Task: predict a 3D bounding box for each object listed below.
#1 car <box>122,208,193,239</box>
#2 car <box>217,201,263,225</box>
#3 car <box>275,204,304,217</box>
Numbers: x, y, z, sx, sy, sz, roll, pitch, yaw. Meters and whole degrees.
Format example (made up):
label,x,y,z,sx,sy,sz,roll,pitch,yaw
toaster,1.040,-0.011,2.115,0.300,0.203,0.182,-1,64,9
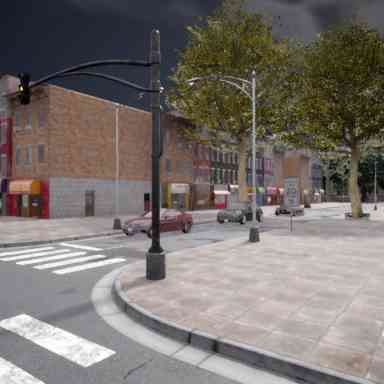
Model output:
label,x,y,z,sx,sy,sz,roll,pitch,yaw
car,-1.718,1.617,18.336,1.812,1.442,4.674,0,-1,35
car,3.812,1.511,25.972,2.097,1.767,4.553,0,-1,36
car,10.208,1.811,34.785,1.994,1.385,4.181,0,-1,36
